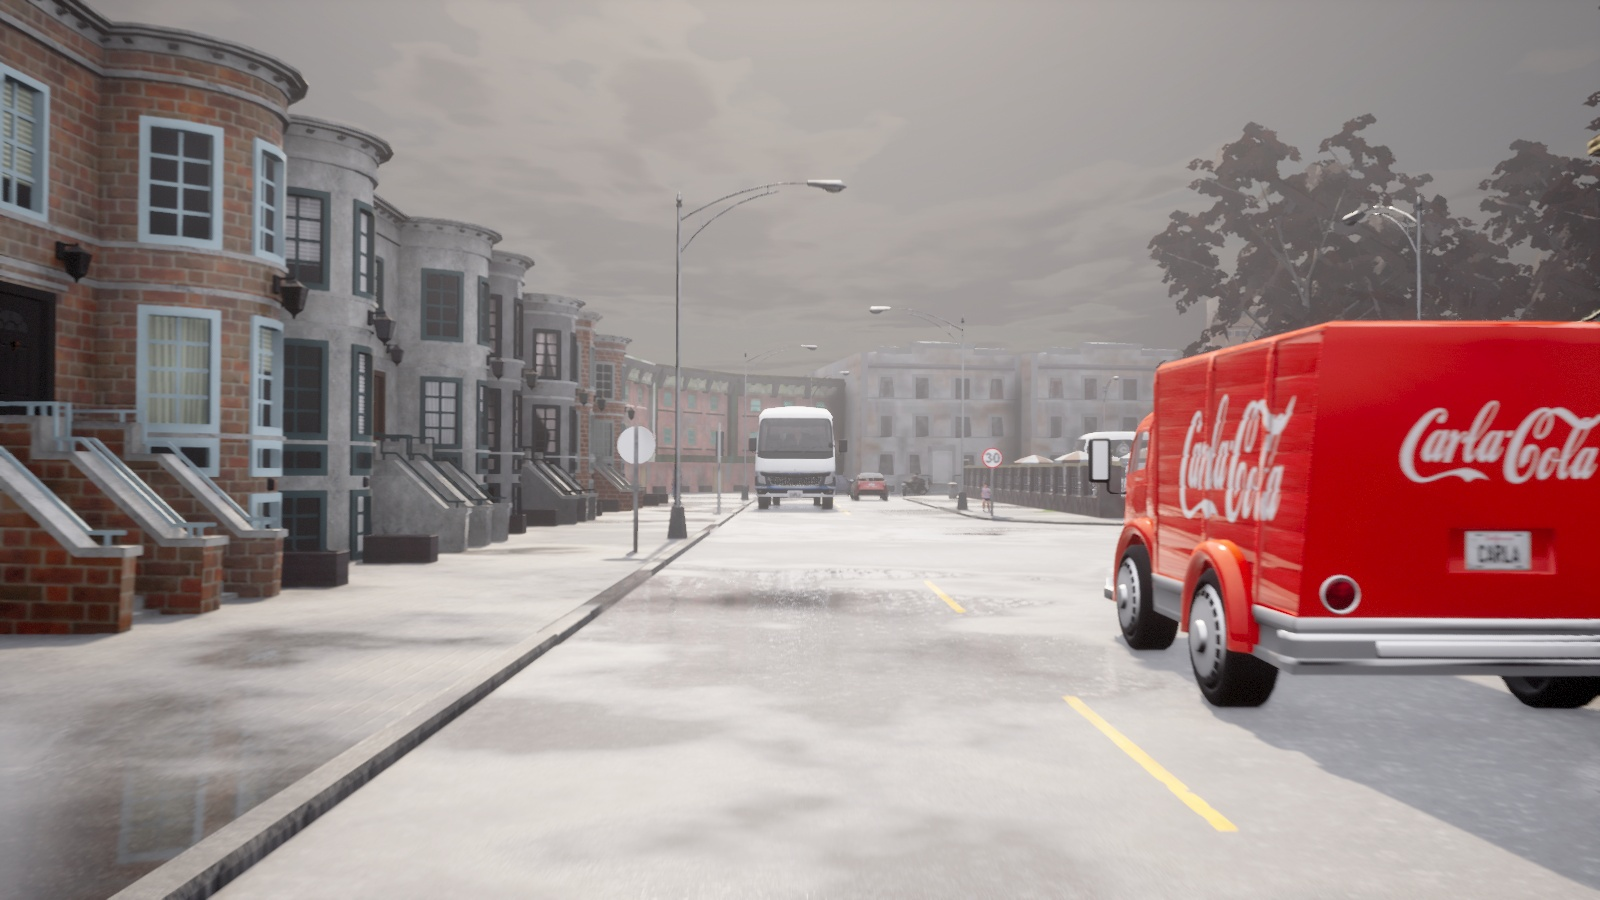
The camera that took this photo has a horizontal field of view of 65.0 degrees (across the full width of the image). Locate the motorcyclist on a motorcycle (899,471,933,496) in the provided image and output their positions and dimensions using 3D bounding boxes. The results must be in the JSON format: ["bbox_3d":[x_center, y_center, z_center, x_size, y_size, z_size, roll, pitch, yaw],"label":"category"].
[{"bbox_3d":[7.226,2.077,78.145,2.044,1.523,0.797,0,2,-36],"label":"motorcyclist on a motorcycle"}]

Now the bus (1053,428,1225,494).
[{"bbox_3d":[22.318,0.741,83.187,10.273,4.253,3.944,0,-1,0],"label":"bus"}]

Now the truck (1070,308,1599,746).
[{"bbox_3d":[3.969,0.475,9.716,2.627,2.467,5.204,0,-1,0],"label":"truck"}]

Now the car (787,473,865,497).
[{"bbox_3d":[1.675,2.170,78.422,2.033,1.411,5.357,-1,-1,38],"label":"car"}]

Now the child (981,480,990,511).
[{"bbox_3d":[6.640,1.625,44.923,0.255,1.110,0.394,-1,-1,20],"label":"child"}]

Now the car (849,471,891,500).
[{"bbox_3d":[3.789,1.897,68.752,2.007,1.525,4.514,0,-1,0],"label":"car"}]

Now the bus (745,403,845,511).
[{"bbox_3d":[-0.155,0.353,54.606,3.944,4.253,10.273,0,-1,0],"label":"bus"}]
